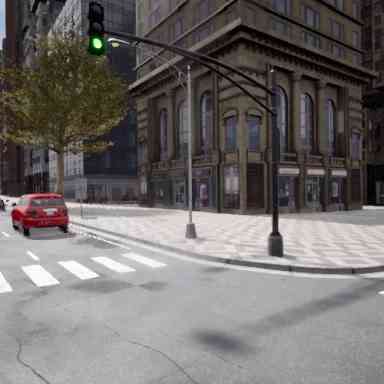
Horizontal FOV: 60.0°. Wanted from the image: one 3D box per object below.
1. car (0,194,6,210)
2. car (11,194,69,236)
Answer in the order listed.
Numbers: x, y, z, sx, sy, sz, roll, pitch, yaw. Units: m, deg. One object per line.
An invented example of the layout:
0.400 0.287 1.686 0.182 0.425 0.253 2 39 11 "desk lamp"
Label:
-22.812 1.359 38.446 2.128 1.511 4.902 -1 1 -36 "car"
-8.518 1.148 18.477 2.150 2.045 5.566 -1 1 -36 "car"
